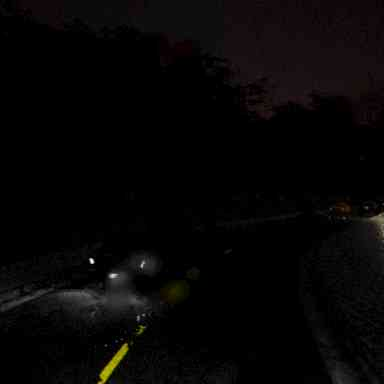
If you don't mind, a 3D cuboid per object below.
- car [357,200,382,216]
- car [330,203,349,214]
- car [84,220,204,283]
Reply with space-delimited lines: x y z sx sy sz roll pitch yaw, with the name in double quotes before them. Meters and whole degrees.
"car" 21.631 1.994 40.790 2.097 1.767 4.553 -2 -2 34
"car" 20.148 2.193 45.352 1.882 1.535 5.008 0 -1 34
"car" -1.065 1.615 10.329 2.033 1.411 5.357 0 -1 17
